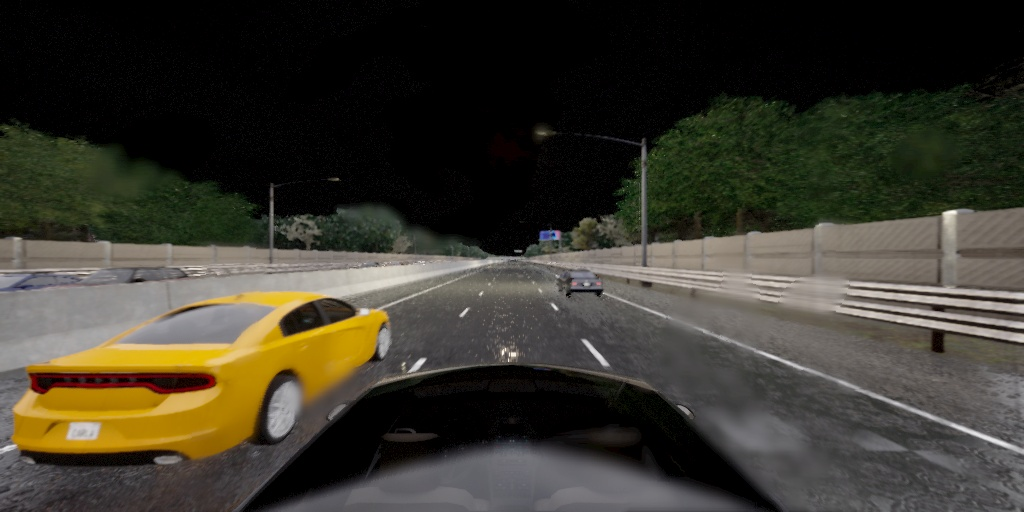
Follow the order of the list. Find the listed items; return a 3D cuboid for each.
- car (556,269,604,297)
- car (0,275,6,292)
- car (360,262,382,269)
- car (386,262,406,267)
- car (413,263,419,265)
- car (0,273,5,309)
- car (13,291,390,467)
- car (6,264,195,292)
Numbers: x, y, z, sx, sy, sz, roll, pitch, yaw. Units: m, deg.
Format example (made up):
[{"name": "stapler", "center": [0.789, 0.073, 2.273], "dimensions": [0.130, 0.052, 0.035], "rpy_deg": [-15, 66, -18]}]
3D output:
[{"name": "car", "center": [3.602, 1.422, 19.815], "dimensions": [2.033, 1.411, 5.357], "rpy_deg": [0, 0, 0]}, {"name": "car", "center": [-17.594, 1.354, 12.873], "dimensions": [1.812, 1.442, 4.674], "rpy_deg": [0, 0, 0]}, {"name": "car", "center": [-21.028, 1.614, 53.674], "dimensions": [1.837, 1.490, 4.892], "rpy_deg": [0, 0, 1]}, {"name": "car", "center": [-17.534, 1.591, 54.435], "dimensions": [1.882, 1.535, 5.008], "rpy_deg": [0, 0, 1]}, {"name": "car", "center": [-14.035, 1.677, 54.484], "dimensions": [1.994, 1.385, 4.181], "rpy_deg": [0, 0, 1]}, {"name": "car", "center": [-21.097, 1.367, 11.516], "dimensions": [2.033, 1.411, 5.357], "rpy_deg": [0, 0, 0]}, {"name": "car", "center": [-3.399, 1.253, 5.322], "dimensions": [1.882, 1.535, 5.008], "rpy_deg": [0, 0, 0]}, {"name": "car", "center": [-14.093, 1.182, 13.063], "dimensions": [2.097, 1.767, 4.553], "rpy_deg": [0, 0, 0]}]
